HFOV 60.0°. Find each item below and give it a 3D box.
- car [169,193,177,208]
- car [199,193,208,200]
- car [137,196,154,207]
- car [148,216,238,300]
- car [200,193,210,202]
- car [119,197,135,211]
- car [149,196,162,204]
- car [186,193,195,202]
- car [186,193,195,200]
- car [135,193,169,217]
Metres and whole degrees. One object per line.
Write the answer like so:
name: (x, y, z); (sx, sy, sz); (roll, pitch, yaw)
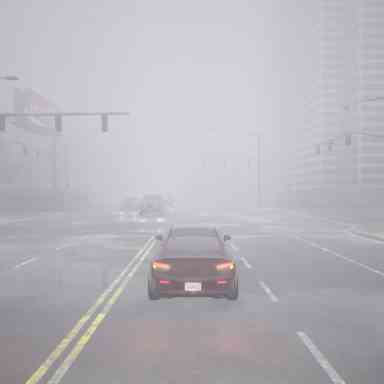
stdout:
car: (-3.825, 1.220, 48.782); (2.150, 2.045, 5.566); (0, 0, 0)
car: (3.102, 1.182, 88.334); (2.097, 1.767, 4.553); (0, 0, 0)
car: (-7.328, 1.488, 52.809); (2.128, 1.511, 4.902); (0, 0, 0)
car: (0.028, 1.526, 8.237); (1.812, 1.442, 4.674); (0, 0, 0)
car: (3.149, 1.514, 78.046); (2.128, 1.511, 4.902); (0, 0, 0)
car: (-7.274, 1.350, 39.568); (2.097, 1.767, 4.553); (0, 0, 0)
car: (-7.312, 1.503, 67.884); (2.128, 1.511, 4.902); (0, 0, 0)
car: (-0.353, 1.582, 78.413); (1.895, 1.301, 4.718); (0, 0, 0)
car: (-0.398, 1.182, 88.318); (2.097, 1.767, 4.553); (0, 0, 0)
car: (-3.741, 1.220, 32.157); (2.150, 2.045, 5.566); (0, 0, 0)
